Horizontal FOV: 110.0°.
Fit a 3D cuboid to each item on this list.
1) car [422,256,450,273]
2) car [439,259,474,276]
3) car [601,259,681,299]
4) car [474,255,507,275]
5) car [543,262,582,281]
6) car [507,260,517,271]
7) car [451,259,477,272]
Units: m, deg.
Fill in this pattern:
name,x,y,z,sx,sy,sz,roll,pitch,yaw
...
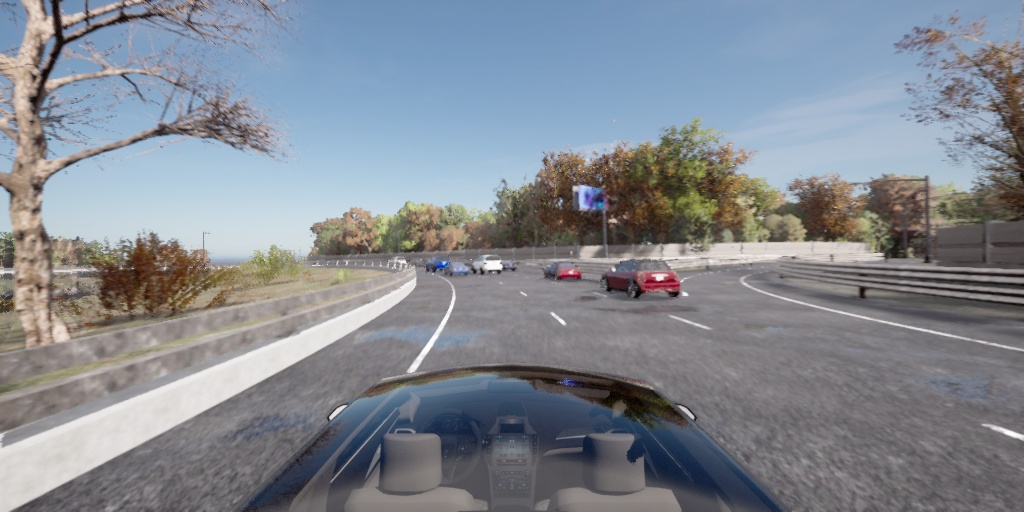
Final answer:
name,x,y,z,sx,sy,sz,roll,pitch,yaw
car,-9.444,1.021,46.071,2.150,2.045,5.566,-1,0,-27
car,-5.751,1.303,36.803,2.033,1.411,5.357,-1,0,-20
car,5.930,0.940,17.113,2.097,1.767,4.553,-1,0,-7
car,-2.723,0.912,38.769,2.150,2.045,5.566,-1,0,-20
car,3.871,1.159,28.242,1.994,1.385,4.181,-1,0,-13
car,-1.080,1.189,44.708,2.033,1.411,5.357,-1,0,-22
car,-6.498,1.242,48.060,1.837,1.490,4.892,-1,1,-27
